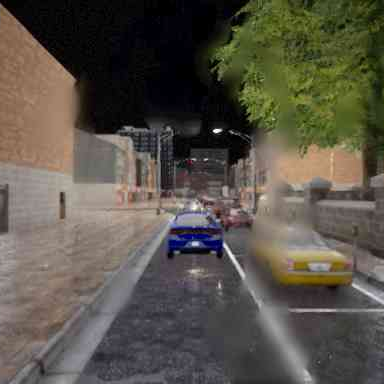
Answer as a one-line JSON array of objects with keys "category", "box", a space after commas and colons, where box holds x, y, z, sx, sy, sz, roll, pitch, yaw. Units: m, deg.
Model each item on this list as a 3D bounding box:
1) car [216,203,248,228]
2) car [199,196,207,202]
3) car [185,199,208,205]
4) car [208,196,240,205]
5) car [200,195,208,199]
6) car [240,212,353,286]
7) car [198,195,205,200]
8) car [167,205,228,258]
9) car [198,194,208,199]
[{"category": "car", "box": [2.649, 1.562, 19.935, 1.802, 1.307, 4.206, 1, 0, 0]}, {"category": "car", "box": [2.658, 1.626, 79.001, 1.802, 1.307, 4.206, 0, 0, 0]}, {"category": "car", "box": [0.105, 1.526, 26.130, 2.033, 1.411, 5.357, 0, 0, 0]}, {"category": "car", "box": [2.653, 1.293, 25.384, 2.192, 1.841, 5.009, 1, 0, 0]}, {"category": "car", "box": [2.654, 1.538, 51.814, 1.887, 1.381, 4.507, 1, 0, 0]}, {"category": "car", "box": [2.649, 1.513, 9.206, 1.752, 1.417, 4.829, 1, 0, 0]}, {"category": "car", "box": [2.660, 1.642, 95.314, 2.008, 1.369, 4.403, 0, 0, 0]}, {"category": "car", "box": [0.100, 1.462, 12.782, 1.882, 1.535, 5.008, 0, 0, 0]}, {"category": "car", "box": [2.656, 1.564, 68.126, 1.887, 1.381, 4.507, 1, 0, 0]}]
